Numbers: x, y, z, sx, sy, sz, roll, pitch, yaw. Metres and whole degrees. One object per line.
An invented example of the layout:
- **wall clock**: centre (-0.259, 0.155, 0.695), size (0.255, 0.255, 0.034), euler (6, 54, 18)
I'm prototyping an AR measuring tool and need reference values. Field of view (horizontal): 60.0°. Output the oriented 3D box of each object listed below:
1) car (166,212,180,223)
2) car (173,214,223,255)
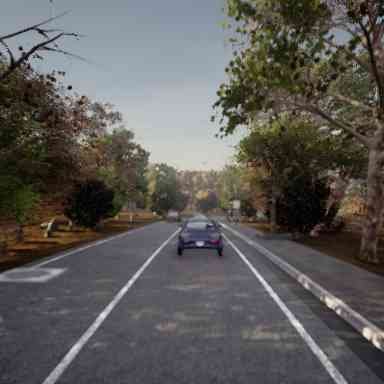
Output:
- **car**: centre (-2.551, 3.548, 46.861), size (1.812, 1.442, 4.674), euler (0, -3, 3)
- **car**: centre (0.367, 1.873, 14.860), size (1.812, 1.442, 4.674), euler (0, -2, 2)
